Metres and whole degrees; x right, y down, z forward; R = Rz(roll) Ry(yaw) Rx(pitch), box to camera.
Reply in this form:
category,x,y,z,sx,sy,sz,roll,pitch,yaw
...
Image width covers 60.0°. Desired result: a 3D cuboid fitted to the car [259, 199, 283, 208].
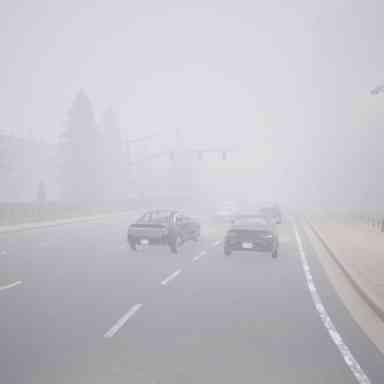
category,x,y,z,sx,sy,sz,roll,pitch,yaw
car,6.446,1.532,27.250,1.812,1.442,4.674,0,0,16

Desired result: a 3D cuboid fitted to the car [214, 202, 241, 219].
category,x,y,z,sx,sy,sz,roll,pitch,yaw
car,3.076,1.532,28.195,1.812,1.442,4.674,0,0,16

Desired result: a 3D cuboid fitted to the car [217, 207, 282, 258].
category,x,y,z,sx,sy,sz,roll,pitch,yaw
car,2.396,1.532,12.807,1.812,1.442,4.674,0,0,16

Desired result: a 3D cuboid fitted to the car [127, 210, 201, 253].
category,x,y,z,sx,sy,sz,roll,pitch,yaw
car,-0.974,1.494,13.752,2.128,1.511,4.902,0,0,16
